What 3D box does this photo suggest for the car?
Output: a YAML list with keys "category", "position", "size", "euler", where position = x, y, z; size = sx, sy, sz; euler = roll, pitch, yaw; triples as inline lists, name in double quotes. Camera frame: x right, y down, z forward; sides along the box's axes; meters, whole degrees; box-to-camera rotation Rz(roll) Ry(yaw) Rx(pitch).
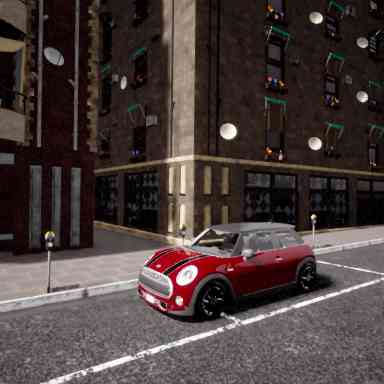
- category: "car"
  position: [0.854, 1.442, 7.300]
  size: [4.097, 1.590, 1.967]
  euler: [0, 1, -35]
